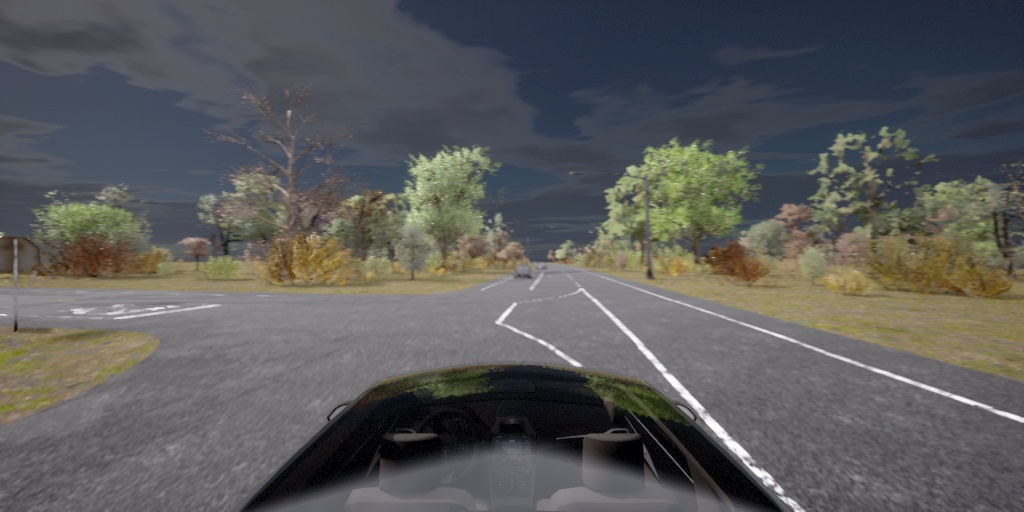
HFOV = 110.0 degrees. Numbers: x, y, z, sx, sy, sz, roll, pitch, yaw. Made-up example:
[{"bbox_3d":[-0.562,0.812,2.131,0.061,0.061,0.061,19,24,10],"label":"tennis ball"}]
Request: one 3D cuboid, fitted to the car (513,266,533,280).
[{"bbox_3d":[1.272,1.831,40.128,1.837,1.490,4.892,-1,-1,6],"label":"car"}]
